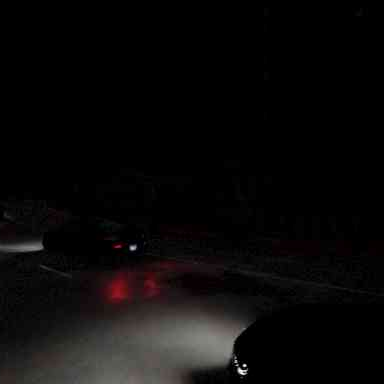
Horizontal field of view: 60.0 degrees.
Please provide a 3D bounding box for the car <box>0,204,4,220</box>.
[{"bbox_3d":[-16.130,1.439,26.415,1.837,1.490,4.892,0,0,-35],"label":"car"}]

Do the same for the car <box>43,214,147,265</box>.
[{"bbox_3d":[-3.504,1.516,11.749,4.674,1.442,1.812,0,0,42],"label":"car"}]

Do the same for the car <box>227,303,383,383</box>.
[{"bbox_3d":[2.587,1.520,2.298,4.892,1.490,1.837,1,1,35],"label":"car"}]
